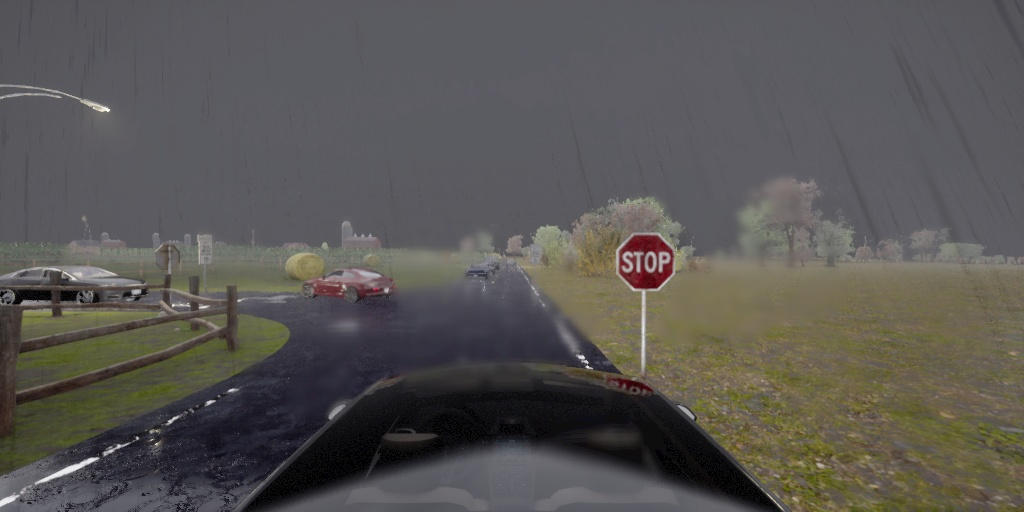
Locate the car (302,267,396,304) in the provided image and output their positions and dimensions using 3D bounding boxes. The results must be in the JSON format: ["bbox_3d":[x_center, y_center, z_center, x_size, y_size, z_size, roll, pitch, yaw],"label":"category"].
[{"bbox_3d":[-7.306,1.231,16.091,4.674,1.442,1.812,1,0,27],"label":"car"}]

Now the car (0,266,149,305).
[{"bbox_3d":[-17.352,1.146,14.191,4.902,1.511,2.128,0,1,-1],"label":"car"}]

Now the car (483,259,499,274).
[{"bbox_3d":[-2.923,1.325,41.737,1.994,1.385,4.181,0,0,0],"label":"car"}]

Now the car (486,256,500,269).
[{"bbox_3d":[-2.933,0.993,52.270,2.150,2.045,5.566,0,0,0],"label":"car"}]

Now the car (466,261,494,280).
[{"bbox_3d":[-2.910,1.355,31.775,1.895,1.301,4.718,0,0,0],"label":"car"}]
